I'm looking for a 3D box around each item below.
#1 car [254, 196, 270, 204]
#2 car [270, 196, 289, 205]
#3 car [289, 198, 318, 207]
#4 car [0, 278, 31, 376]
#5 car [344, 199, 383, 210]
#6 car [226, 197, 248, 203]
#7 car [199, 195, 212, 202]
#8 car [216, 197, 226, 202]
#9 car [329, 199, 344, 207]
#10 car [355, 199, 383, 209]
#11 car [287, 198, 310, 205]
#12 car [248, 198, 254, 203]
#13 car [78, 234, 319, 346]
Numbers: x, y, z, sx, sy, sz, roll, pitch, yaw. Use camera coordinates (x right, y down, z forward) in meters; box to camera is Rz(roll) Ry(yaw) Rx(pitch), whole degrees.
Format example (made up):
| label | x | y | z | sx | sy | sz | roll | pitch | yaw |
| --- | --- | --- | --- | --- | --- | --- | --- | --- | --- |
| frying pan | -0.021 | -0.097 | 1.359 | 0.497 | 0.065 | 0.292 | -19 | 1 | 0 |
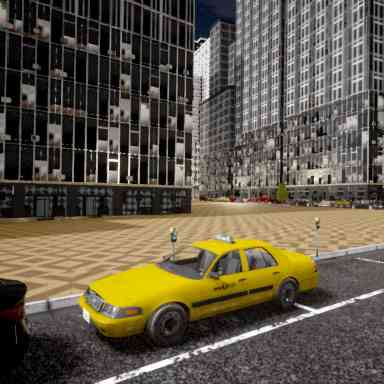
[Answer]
| label | x | y | z | sx | sy | sz | roll | pitch | yaw |
| --- | --- | --- | --- | --- | --- | --- | --- | --- | --- |
| car | 17.217 | 1.753 | 77.265 | 2.192 | 1.841 | 5.009 | 1 | -1 | -22 |
| car | 16.255 | 1.636 | 58.732 | 1.967 | 1.590 | 4.097 | 1 | -1 | -22 |
| car | 18.363 | 1.715 | 53.552 | 2.008 | 1.369 | 4.403 | 1 | -1 | -22 |
| car | -3.954 | 1.565 | 3.265 | 4.313 | 1.339 | 1.947 | 0 | 1 | -36 |
| car | 22.581 | 1.653 | 43.194 | 2.008 | 1.369 | 4.403 | 1 | -1 | -22 |
| car | 9.927 | 1.729 | 74.269 | 1.967 | 1.590 | 4.097 | 1 | -1 | -22 |
| car | 3.601 | 1.698 | 89.806 | 2.192 | 1.841 | 5.009 | 1 | -1 | -22 |
| car | 7.881 | 1.845 | 79.289 | 1.752 | 1.417 | 4.829 | 1 | -1 | -22 |
| car | 25.591 | 1.840 | 56.695 | 1.752 | 1.417 | 4.829 | 1 | -1 | -22 |
| car | 27.765 | 1.833 | 51.356 | 2.008 | 1.369 | 4.403 | 1 | -1 | -22 |
| car | 21.434 | 1.927 | 66.900 | 2.008 | 1.369 | 4.403 | 1 | -1 | -22 |
| car | 15.103 | 2.051 | 82.443 | 1.802 | 1.307 | 4.206 | 1 | -1 | -22 |
| car | 0.410 | 1.528 | 6.323 | 4.829 | 1.417 | 1.752 | 0 | 1 | -35 |
